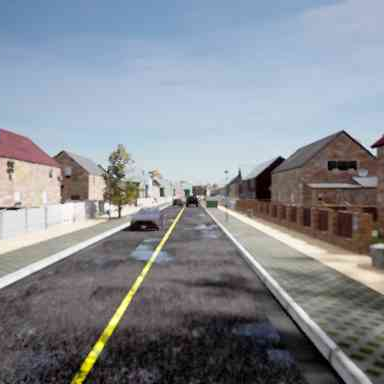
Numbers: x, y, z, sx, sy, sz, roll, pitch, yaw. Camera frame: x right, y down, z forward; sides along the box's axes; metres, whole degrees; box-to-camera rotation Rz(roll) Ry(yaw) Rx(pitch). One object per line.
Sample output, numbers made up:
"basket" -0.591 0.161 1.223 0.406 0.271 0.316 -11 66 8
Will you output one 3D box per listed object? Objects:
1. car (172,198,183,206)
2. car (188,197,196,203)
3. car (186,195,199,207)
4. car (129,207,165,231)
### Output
"car" -2.753 1.916 63.871 1.882 1.535 5.008 0 0 0
"car" 0.022 1.858 76.621 1.812 1.442 4.674 0 0 1
"car" 0.026 1.651 61.245 2.150 2.045 5.566 0 -1 0
"car" -2.846 1.705 22.236 2.033 1.411 5.357 0 0 0
